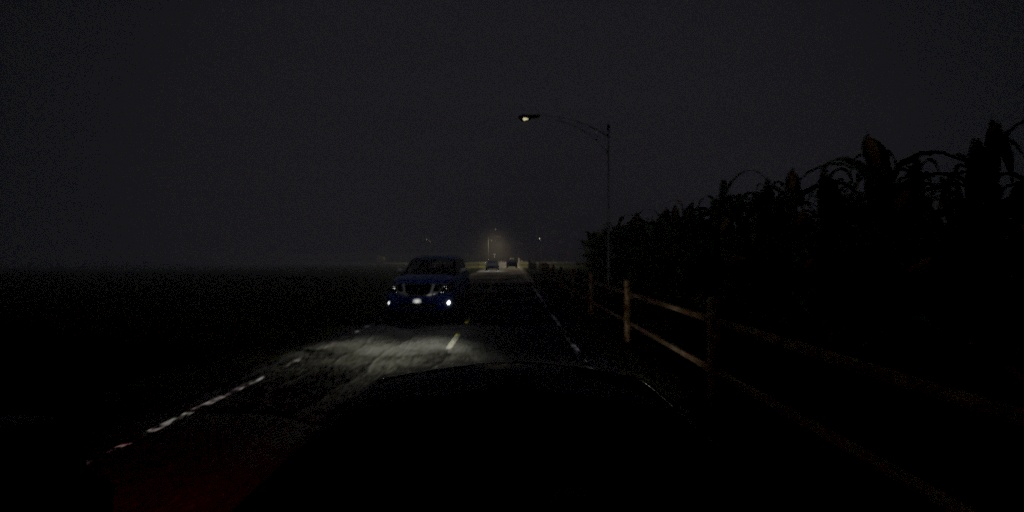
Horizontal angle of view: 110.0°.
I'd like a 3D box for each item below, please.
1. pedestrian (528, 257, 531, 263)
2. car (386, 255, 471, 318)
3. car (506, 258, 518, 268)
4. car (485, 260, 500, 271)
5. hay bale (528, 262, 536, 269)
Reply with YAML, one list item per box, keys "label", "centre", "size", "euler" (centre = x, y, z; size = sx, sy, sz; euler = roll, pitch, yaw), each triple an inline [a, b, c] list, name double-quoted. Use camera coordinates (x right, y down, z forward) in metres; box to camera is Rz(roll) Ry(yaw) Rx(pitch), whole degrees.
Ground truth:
- label: "pedestrian"
  centre: [2.809, 1.111, 56.454]
  size: [0.375, 1.860, 0.375]
  euler: [-1, 0, 1]
- label: "car"
  centre: [-2.840, 0.986, 13.446]
  size: [2.150, 2.045, 5.566]
  euler: [0, 0, 0]
- label: "car"
  centre: [-0.018, 1.309, 63.662]
  size: [1.882, 1.535, 5.008]
  euler: [0, 0, 0]
- label: "car"
  centre: [-2.834, 1.340, 52.259]
  size: [1.812, 1.442, 4.674]
  euler: [0, 0, 0]
- label: "hay bale"
  centre: [3.110, 1.472, 55.343]
  size: [1.220, 1.180, 1.240]
  euler: [0, 0, 0]
